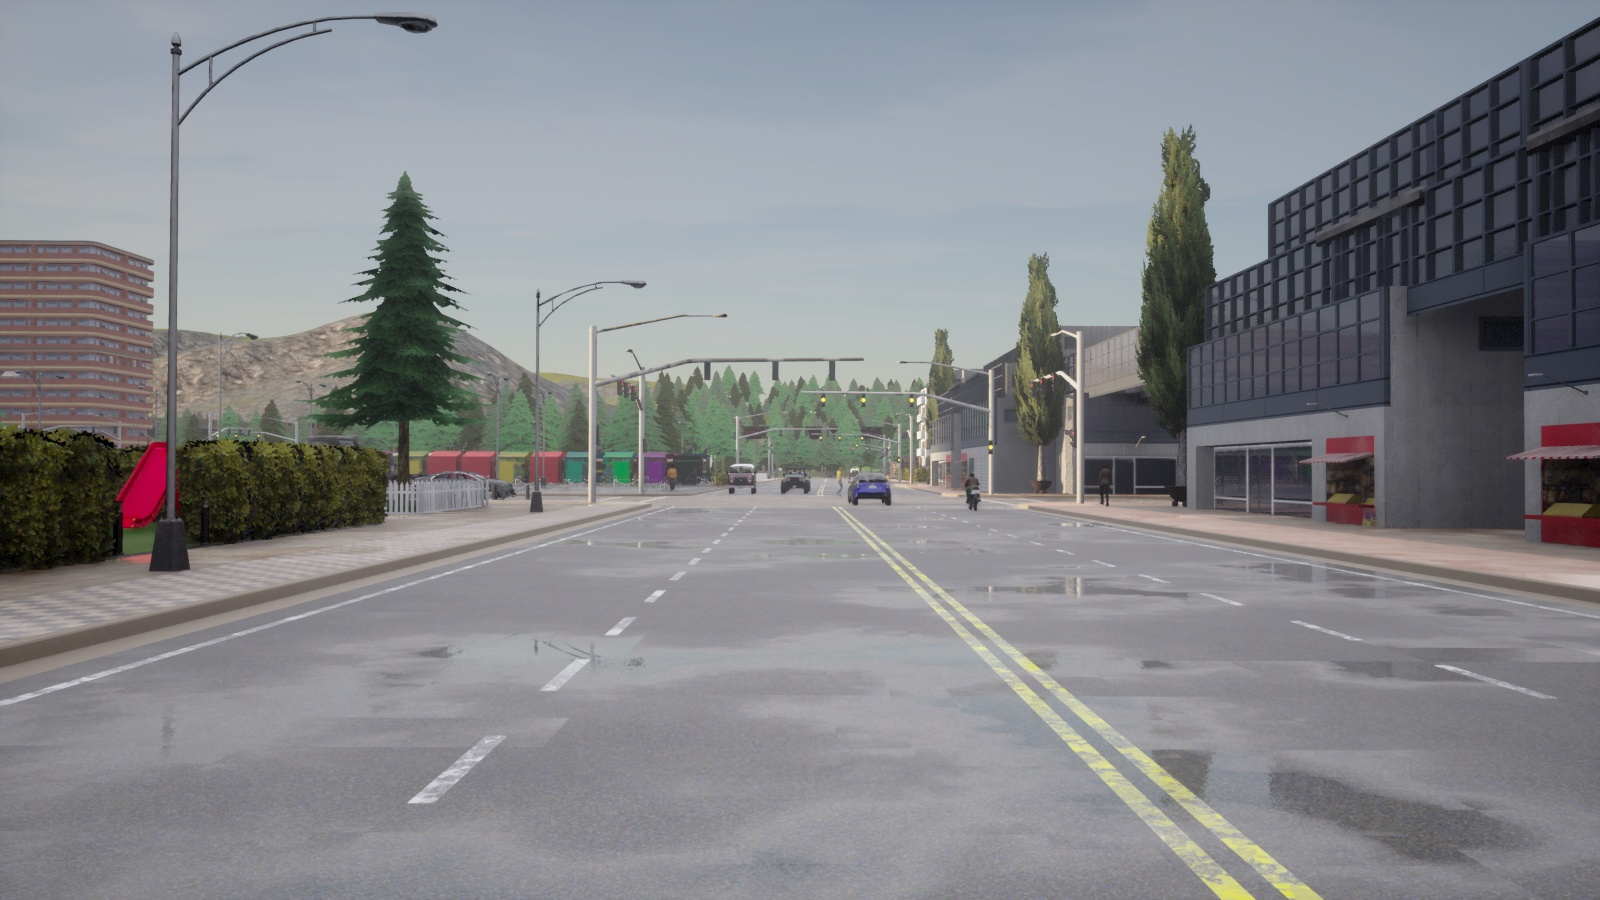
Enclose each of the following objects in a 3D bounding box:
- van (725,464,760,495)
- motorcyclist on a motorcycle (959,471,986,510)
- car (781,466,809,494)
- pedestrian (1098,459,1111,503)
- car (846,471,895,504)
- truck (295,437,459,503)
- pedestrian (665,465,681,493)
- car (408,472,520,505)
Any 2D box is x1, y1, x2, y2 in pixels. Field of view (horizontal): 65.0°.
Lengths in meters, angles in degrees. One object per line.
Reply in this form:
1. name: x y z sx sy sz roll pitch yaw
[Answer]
1. van: -3.870 1.979 85.083 2.069 2.038 4.480 0 -1 1
2. motorcyclist on a motorcycle: 6.871 1.607 50.035 0.797 1.523 2.044 0 -1 0
3. car: -0.334 2.079 87.593 1.905 1.878 3.866 0 -1 1
4. pedestrian: 12.607 1.294 52.013 0.328 1.805 0.869 0 -1 2
5. car: 3.285 1.742 59.351 2.007 1.525 4.514 0 -1 -1
6. truck: -22.818 1.063 68.010 7.936 3.462 2.891 0 -1 0
7. pedestrian: -8.385 1.896 82.952 0.874 1.855 0.900 0 -1 -18
8. car: -16.275 1.858 61.007 4.902 1.511 2.128 0 -1 0
